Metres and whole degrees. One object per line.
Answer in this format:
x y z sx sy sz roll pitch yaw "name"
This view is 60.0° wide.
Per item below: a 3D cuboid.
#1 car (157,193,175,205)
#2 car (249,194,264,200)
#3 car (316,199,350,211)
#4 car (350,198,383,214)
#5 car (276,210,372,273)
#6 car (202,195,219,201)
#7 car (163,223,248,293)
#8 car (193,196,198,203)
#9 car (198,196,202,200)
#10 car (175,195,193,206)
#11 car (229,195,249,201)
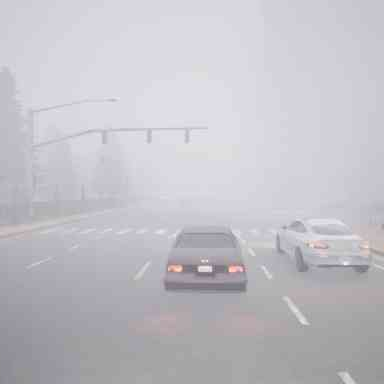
-4.691 1.218 58.092 2.150 2.045 5.566 0 0 2 "car"
17.008 1.536 87.807 5.357 1.411 2.033 0 0 -35 "car"
17.377 1.544 39.580 4.902 1.511 2.128 0 0 2 "car"
20.163 1.406 35.994 4.553 1.767 2.097 0 0 2 "car"
3.963 1.525 10.614 1.812 1.442 4.674 0 0 3 "car"
5.174 1.474 85.503 1.882 1.535 5.008 0 0 32 "car"
0.380 1.547 8.988 2.033 1.411 5.357 0 0 3 "car"
-0.402 1.522 71.056 2.128 1.511 4.902 0 0 5 "car"
2.895 1.591 88.349 1.895 1.301 4.718 0 0 32 "car"
-1.287 1.502 55.960 1.837 1.490 4.892 0 0 3 "car"
11.994 1.521 88.171 4.902 1.511 2.128 0 0 -44 "car"
